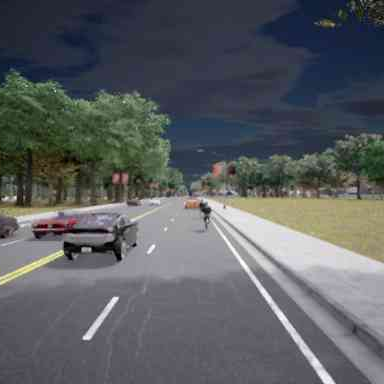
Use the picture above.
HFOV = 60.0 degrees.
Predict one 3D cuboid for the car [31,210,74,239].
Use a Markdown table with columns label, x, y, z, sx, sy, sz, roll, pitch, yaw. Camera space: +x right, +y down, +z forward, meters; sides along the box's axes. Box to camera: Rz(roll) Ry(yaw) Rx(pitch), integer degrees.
| label | x | y | z | sx | sy | sz | roll | pitch | yaw |
| --- | --- | --- | --- | --- | --- | --- | --- | --- | --- |
| car | -6.603 | 1.649 | 17.645 | 1.895 | 1.301 | 4.718 | 0 | 0 | 0 |

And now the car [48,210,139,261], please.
| label | x | y | z | sx | sy | sz | roll | pitch | yaw |
| --- | --- | --- | --- | --- | --- | --- | --- | --- | --- |
| car | -3.153 | 1.524 | 12.362 | 2.128 | 1.511 | 4.902 | 0 | 0 | 0 |

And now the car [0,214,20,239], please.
| label | x | y | z | sx | sy | sz | roll | pitch | yaw |
| --- | --- | --- | --- | --- | --- | --- | --- | --- | --- |
| car | -9.853 | 1.587 | 14.914 | 2.033 | 1.411 | 5.357 | 0 | 0 | 0 |

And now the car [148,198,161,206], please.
| label | x | y | z | sx | sy | sz | roll | pitch | yaw |
| --- | --- | --- | --- | --- | --- | --- | --- | --- | --- |
| car | -6.554 | 1.708 | 58.764 | 1.812 | 1.442 | 4.674 | 0 | 0 | 1 |

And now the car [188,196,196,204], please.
| label | x | y | z | sx | sy | sz | roll | pitch | yaw |
| --- | --- | --- | --- | --- | --- | --- | --- | --- | --- |
| car | -0.019 | 1.741 | 73.198 | 1.837 | 1.490 | 4.892 | 0 | 0 | 0 |

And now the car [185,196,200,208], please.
| label | x | y | z | sx | sy | sz | roll | pitch | yaw |
| --- | --- | --- | --- | --- | --- | --- | --- | --- | --- |
| car | 0.067 | 1.503 | 50.068 | 2.097 | 1.767 | 4.553 | 0 | 0 | 0 |

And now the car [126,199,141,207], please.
| label | x | y | z | sx | sy | sz | roll | pitch | yaw |
| --- | --- | --- | --- | --- | --- | --- | --- | --- | --- |
| car | -9.813 | 1.773 | 56.159 | 1.895 | 1.301 | 4.718 | 0 | 0 | 1 |

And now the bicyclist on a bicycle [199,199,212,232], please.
| label | x | y | z | sx | sy | sz | roll | pitch | yaw |
| --- | --- | --- | --- | --- | --- | --- | --- | --- | --- |
| bicyclist on a bicycle | 0.888 | 1.425 | 19.682 | 0.659 | 1.776 | 1.843 | 0 | 0 | 0 |

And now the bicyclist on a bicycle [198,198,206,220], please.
| label | x | y | z | sx | sy | sz | roll | pitch | yaw |
| --- | --- | --- | --- | --- | --- | --- | --- | --- | --- |
| bicyclist on a bicycle | 0.886 | 1.454 | 28.882 | 0.659 | 1.776 | 1.843 | 0 | 0 | 0 |
